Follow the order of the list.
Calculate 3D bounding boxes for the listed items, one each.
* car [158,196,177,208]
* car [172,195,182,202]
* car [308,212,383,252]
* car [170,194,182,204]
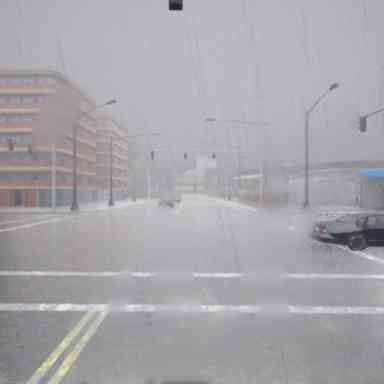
[{"bbox_3d":[-3.525,1.539,45.836,1.895,1.301,4.718,0,0,0],"label":"car"},{"bbox_3d":[-3.385,1.413,78.167,2.128,1.511,4.902,0,0,0],"label":"car"},{"bbox_3d":[7.497,1.528,13.202,5.357,1.411,2.033,0,0,1],"label":"car"},{"bbox_3d":[-3.447,1.266,63.496,2.097,1.767,4.553,0,0,1],"label":"car"}]
